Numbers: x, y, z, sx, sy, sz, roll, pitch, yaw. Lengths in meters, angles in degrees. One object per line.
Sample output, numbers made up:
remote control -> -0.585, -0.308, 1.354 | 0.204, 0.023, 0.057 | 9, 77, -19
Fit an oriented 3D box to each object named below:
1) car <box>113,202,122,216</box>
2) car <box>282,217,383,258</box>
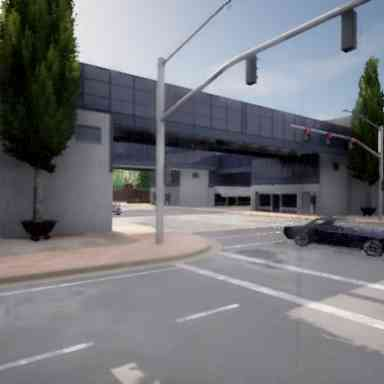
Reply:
car -> -8.925, 1.473, 33.902 | 2.097, 1.767, 4.553 | 1, 0, -37
car -> 6.213, 1.724, 13.671 | 1.895, 1.301, 4.718 | 1, 0, -39
